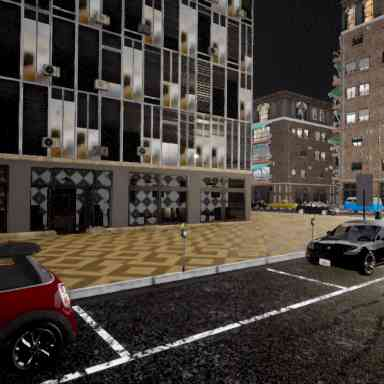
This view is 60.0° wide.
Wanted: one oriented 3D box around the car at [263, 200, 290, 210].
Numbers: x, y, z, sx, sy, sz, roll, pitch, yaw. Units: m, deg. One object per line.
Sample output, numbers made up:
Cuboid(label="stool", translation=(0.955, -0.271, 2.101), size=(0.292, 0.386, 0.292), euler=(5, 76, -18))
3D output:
Cuboid(label="car", translation=(12.762, 1.787, 46.716), size=(1.752, 1.417, 4.829), euler=(0, -1, -35))

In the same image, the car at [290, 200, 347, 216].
Cuboid(label="car", translation=(12.293, 1.620, 32.684), size=(2.008, 1.369, 4.403), euler=(0, -1, -35))

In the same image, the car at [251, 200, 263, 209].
Cuboid(label="car", translation=(9.697, 1.864, 51.137), size=(1.947, 1.339, 4.313), euler=(0, -1, -35))

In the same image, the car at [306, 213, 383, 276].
Cuboid(label="car", translation=(5.434, 1.567, 10.415), size=(4.313, 1.339, 1.947), euler=(0, 1, -35))

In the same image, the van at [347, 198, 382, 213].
Cuboid(label="van", translation=(19.184, 1.525, 37.457), size=(1.690, 1.788, 3.998), euler=(0, -1, -35))

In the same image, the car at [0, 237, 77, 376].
Cuboid(label="car", translation=(-3.647, 1.440, 3.947), size=(4.097, 1.590, 1.967), euler=(0, 1, -35))
